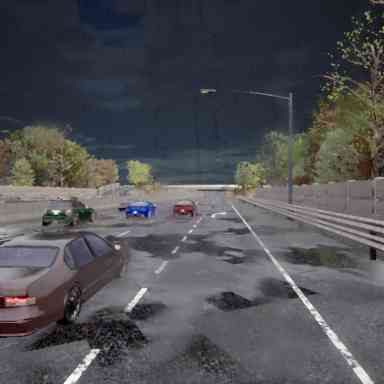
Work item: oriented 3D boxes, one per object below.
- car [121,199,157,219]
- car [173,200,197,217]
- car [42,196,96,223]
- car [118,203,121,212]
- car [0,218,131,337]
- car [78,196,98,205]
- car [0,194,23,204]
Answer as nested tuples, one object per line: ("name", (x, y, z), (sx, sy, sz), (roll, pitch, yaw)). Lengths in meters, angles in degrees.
("car", (-4.338, 1.478, 29.202), (1.882, 1.535, 5.008), (0, 0, 5))
("car", (-0.597, 1.478, 31.703), (1.882, 1.535, 5.008), (0, 0, 5))
("car", (-8.397, 1.351, 23.127), (2.097, 1.767, 4.553), (0, 0, 5))
("car", (-7.015, 1.551, 38.511), (2.033, 1.411, 5.357), (0, 0, 5))
("car", (-2.805, 1.546, 7.057), (2.033, 1.411, 5.357), (0, 0, 4))
("car", (-19.168, 1.555, 61.394), (1.812, 1.442, 4.674), (0, 0, 6))
("car", (-24.311, 1.358, 43.805), (2.097, 1.767, 4.553), (0, 0, 6))
